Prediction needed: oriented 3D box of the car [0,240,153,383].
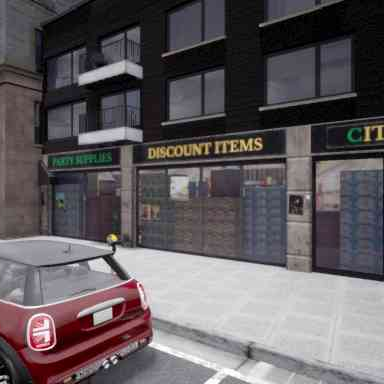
[{"bbox_3d":[-2.594,1.440,4.925,4.097,1.590,1.967,0,0,35],"label":"car"}]
